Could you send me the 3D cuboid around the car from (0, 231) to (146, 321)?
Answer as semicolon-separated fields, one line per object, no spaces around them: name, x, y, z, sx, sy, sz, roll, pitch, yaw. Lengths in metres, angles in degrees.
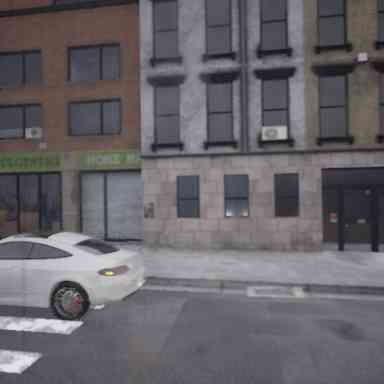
car;-3.298;1.548;6.866;4.674;1.442;1.812;0;-1;8
